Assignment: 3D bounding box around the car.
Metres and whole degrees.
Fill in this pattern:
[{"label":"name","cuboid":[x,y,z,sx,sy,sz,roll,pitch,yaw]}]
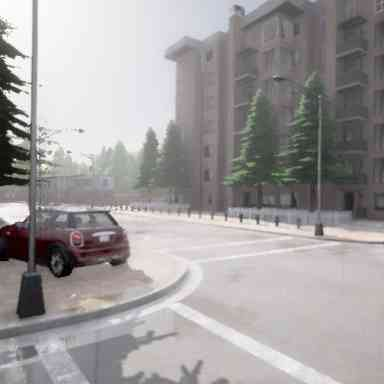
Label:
[{"label":"car","cuboid":[-3.972,1.237,9.900,4.553,1.767,2.097,0,-2,36]}]
